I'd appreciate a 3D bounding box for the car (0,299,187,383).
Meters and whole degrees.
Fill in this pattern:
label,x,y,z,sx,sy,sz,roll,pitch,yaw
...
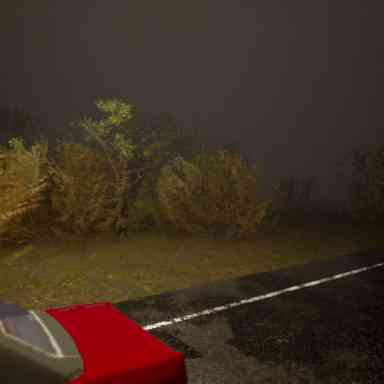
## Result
label,x,y,z,sx,sy,sz,roll,pitch,yaw
car,-2.455,1.602,2.260,4.718,1.301,1.895,0,0,-36
